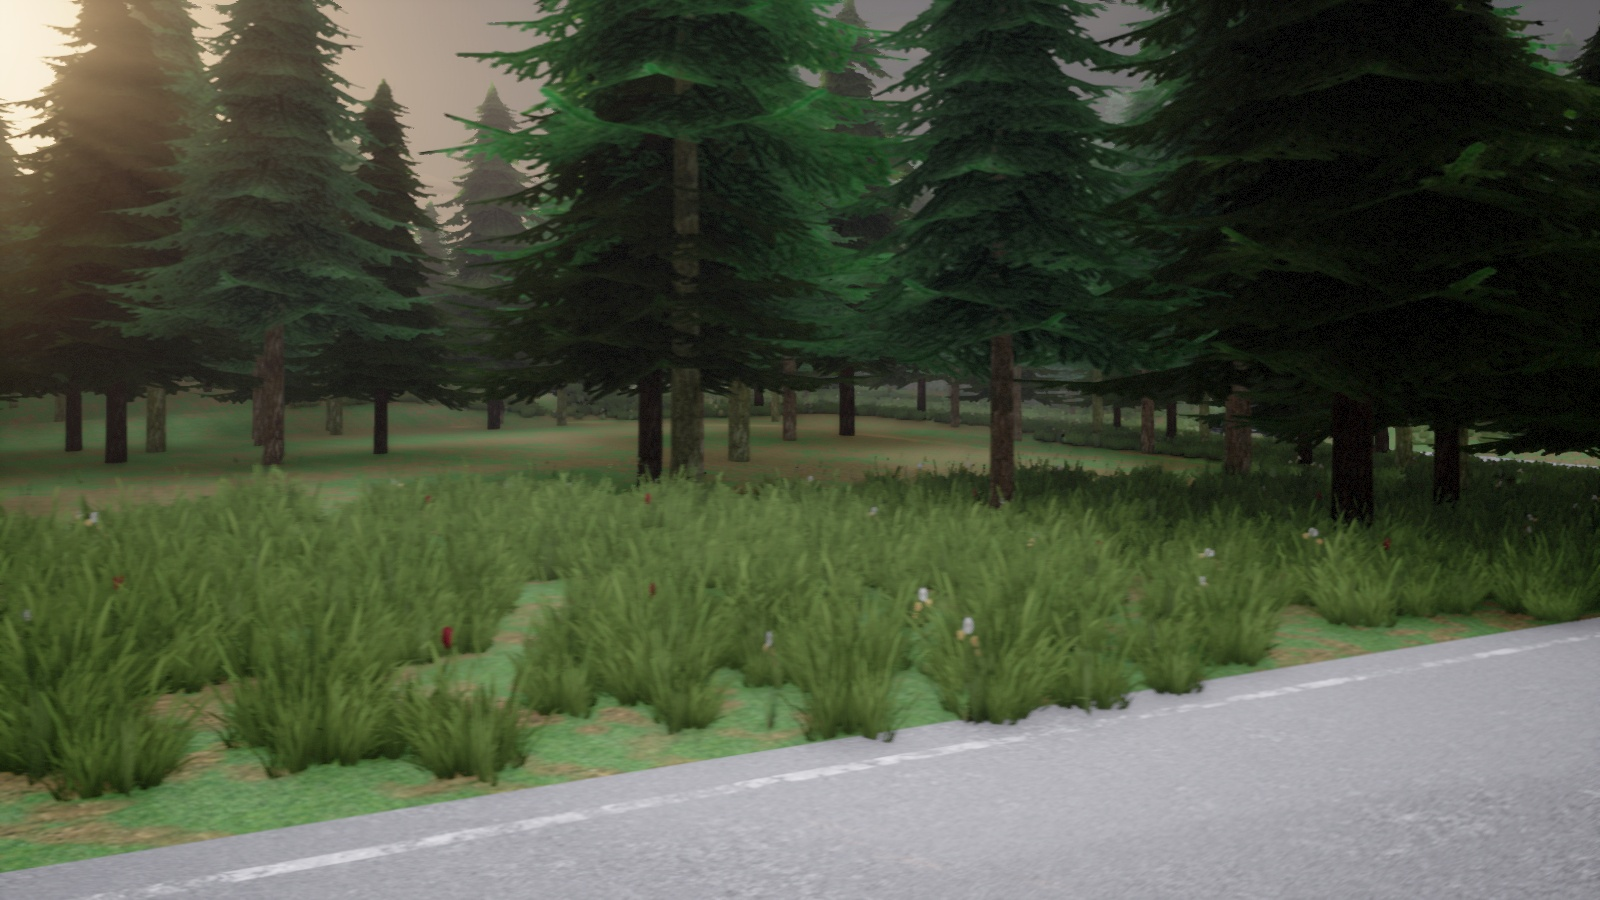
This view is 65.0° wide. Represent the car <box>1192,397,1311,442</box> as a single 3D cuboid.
[{"bbox_3d":[24.362,-1.670,67.924,2.150,2.045,5.566,0,4,-42],"label":"car"}]
